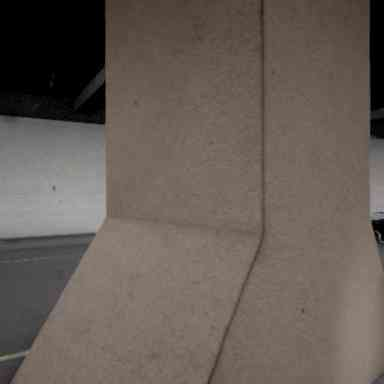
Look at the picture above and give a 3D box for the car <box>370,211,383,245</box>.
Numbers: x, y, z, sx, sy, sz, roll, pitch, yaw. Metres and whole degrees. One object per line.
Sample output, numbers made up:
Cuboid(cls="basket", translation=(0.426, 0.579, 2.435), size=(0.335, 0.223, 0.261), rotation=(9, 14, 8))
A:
Cuboid(cls="car", translation=(8.660, 1.495, 14.553), size=(4.718, 1.301, 1.895), rotation=(0, 0, -13))
